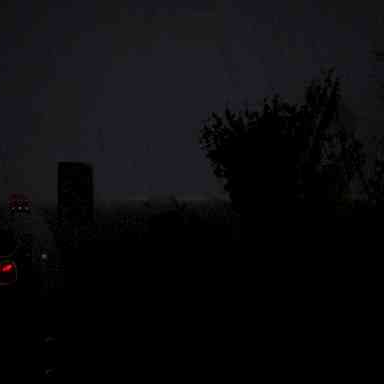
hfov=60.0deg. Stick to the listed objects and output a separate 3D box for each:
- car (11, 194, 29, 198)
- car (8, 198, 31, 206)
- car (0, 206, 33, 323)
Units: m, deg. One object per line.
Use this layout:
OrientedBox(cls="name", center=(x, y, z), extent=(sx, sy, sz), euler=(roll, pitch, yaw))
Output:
OrientedBox(cls="car", center=(-22.406, 1.286, 43.076), extent=(2.150, 2.045, 5.566), euler=(0, 0, -29))
OrientedBox(cls="car", center=(-17.492, 1.589, 33.899), extent=(2.033, 1.411, 5.357), euler=(0, 0, -27))
OrientedBox(cls="car", center=(-4.514, 1.358, 6.888), extent=(2.097, 1.767, 4.553), euler=(0, 0, -24))
